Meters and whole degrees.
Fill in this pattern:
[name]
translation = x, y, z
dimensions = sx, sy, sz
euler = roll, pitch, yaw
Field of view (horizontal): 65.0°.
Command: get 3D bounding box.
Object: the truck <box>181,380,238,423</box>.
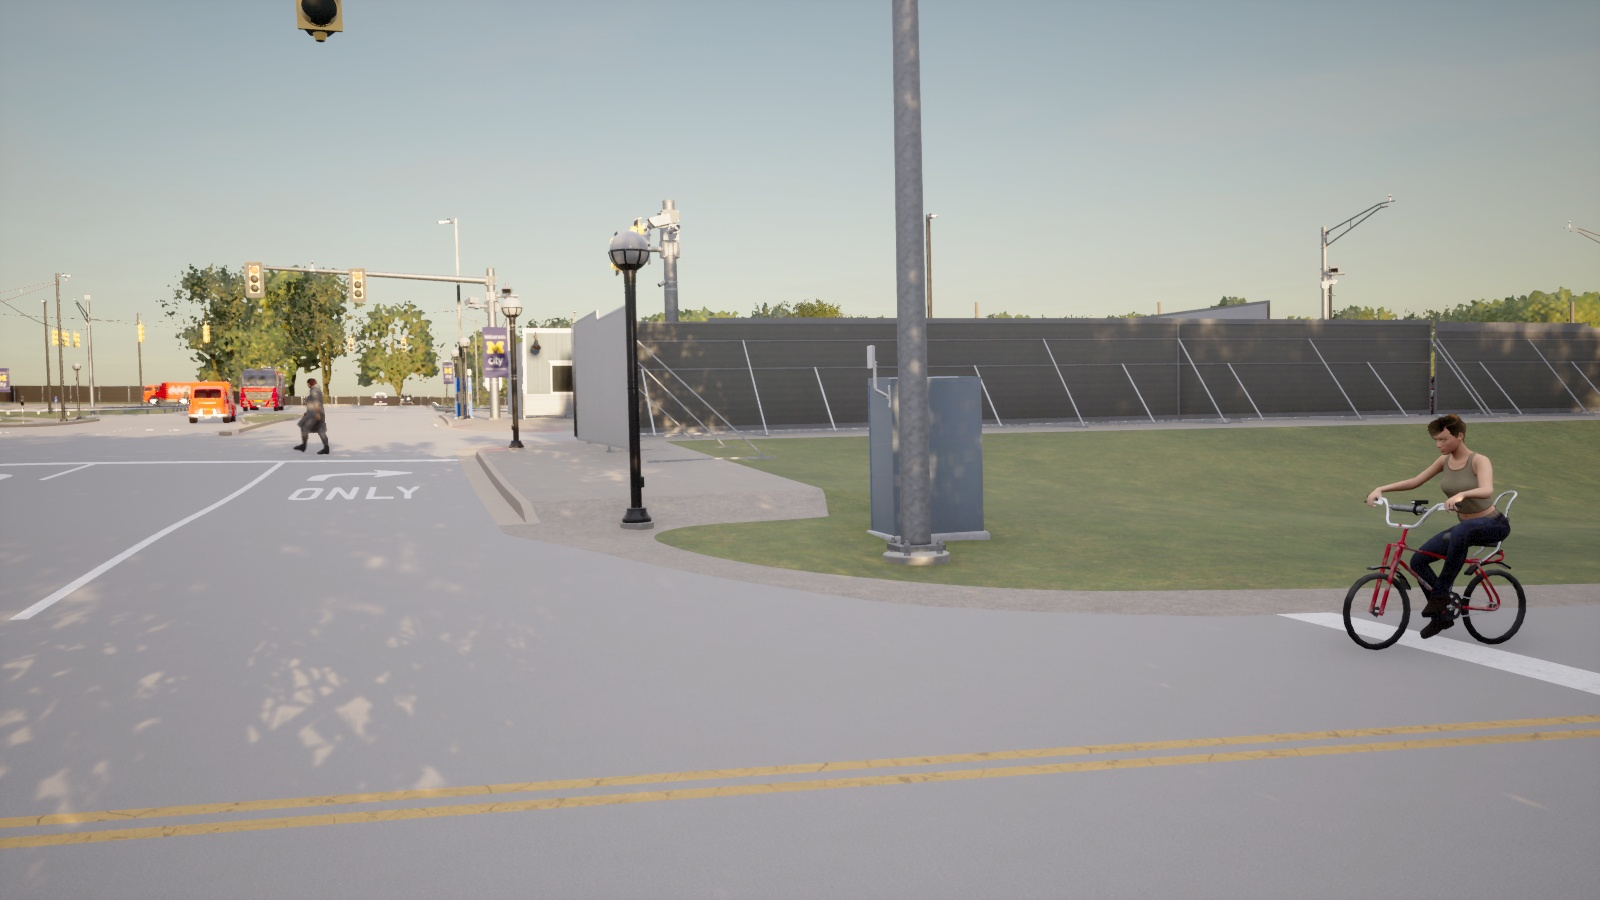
[truck]
translation = -35.207, -2.903, 75.027
dimensions = 2.627, 2.467, 5.204
euler = -1, 3, -21

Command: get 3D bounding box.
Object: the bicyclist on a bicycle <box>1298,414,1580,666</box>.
[bicyclist on a bicycle]
translation = 4.373, 0.568, 8.649
dimensions = 1.509, 1.612, 0.866
euler = 0, 1, -14

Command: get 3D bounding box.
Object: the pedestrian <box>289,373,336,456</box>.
[pedestrian]
translation = -11.634, -0.848, 29.980
dimensions = 0.873, 1.952, 0.659
euler = -2, 2, -10
